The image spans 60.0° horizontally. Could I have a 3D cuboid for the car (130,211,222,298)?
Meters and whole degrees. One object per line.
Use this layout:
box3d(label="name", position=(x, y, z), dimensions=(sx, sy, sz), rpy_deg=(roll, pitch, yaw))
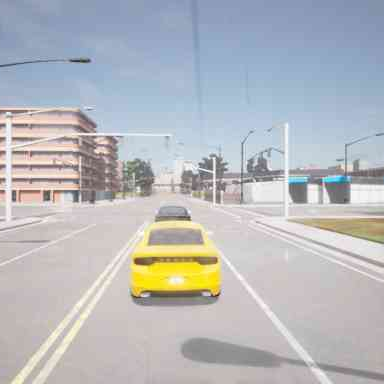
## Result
box3d(label="car", position=(-0.424, 1.478, 8.606), dimensions=(1.882, 1.535, 5.008), rpy_deg=(0, 0, -3))

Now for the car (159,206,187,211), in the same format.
box3d(label="car", position=(-1.047, 1.478, 18.275), dimensions=(1.882, 1.535, 5.008), rpy_deg=(0, 0, -4))
